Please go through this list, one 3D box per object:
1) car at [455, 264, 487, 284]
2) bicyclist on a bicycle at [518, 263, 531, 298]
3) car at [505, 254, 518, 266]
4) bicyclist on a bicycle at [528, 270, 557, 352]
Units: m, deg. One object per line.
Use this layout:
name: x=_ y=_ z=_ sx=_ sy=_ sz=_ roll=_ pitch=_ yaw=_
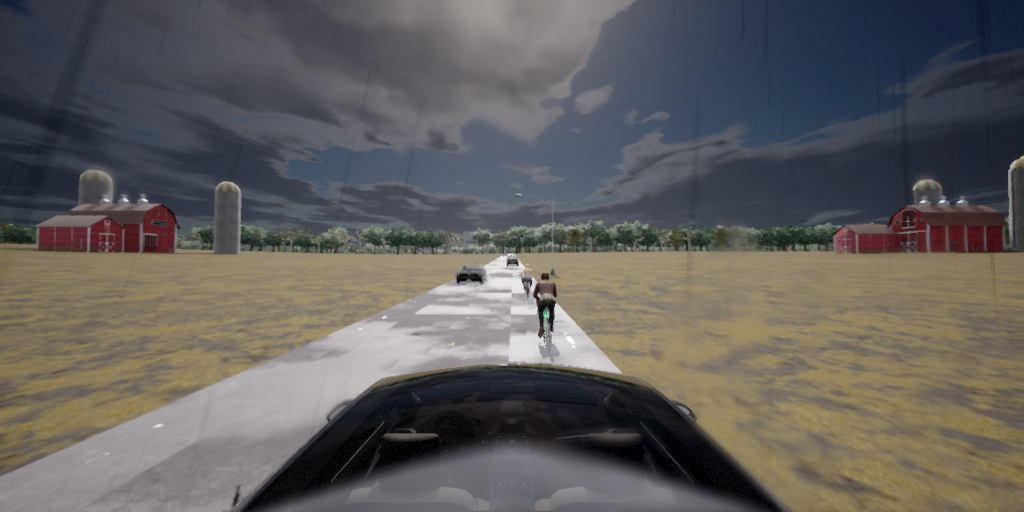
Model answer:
car: x=-2.850 y=1.276 z=25.743 sx=1.895 sy=1.301 sz=4.718 roll=0 pitch=0 yaw=0
bicyclist on a bicycle: x=0.736 y=1.156 z=17.273 sx=0.866 sy=1.612 sz=1.509 roll=0 pitch=0 yaw=0
car: x=0.099 y=0.819 z=59.487 sx=1.882 sy=1.535 sz=5.008 roll=0 pitch=1 yaw=0
bicyclist on a bicycle: x=0.757 y=1.199 z=8.005 sx=0.582 sy=1.620 sz=1.656 roll=0 pitch=0 yaw=0
